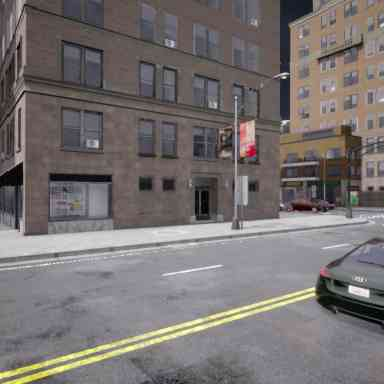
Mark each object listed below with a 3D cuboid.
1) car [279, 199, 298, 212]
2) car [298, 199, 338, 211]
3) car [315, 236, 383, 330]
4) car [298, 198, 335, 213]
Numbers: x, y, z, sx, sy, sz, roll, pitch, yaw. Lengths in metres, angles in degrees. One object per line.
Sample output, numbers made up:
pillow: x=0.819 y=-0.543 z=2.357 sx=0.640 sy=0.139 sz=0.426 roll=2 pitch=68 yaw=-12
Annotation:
car: x=9.238 y=1.420 z=37.291 sx=1.967 sy=1.590 sz=4.097 roll=0 pitch=0 yaw=-35
car: x=15.806 y=1.576 z=41.900 sx=1.947 sy=1.339 sz=4.313 roll=0 pitch=0 yaw=-35
car: x=4.311 y=1.564 z=6.493 sx=4.181 sy=1.385 sz=1.994 roll=0 pitch=0 yaw=-35
car: x=12.698 y=1.468 z=36.773 sx=1.882 sy=1.535 sz=5.008 roll=0 pitch=0 yaw=-35
